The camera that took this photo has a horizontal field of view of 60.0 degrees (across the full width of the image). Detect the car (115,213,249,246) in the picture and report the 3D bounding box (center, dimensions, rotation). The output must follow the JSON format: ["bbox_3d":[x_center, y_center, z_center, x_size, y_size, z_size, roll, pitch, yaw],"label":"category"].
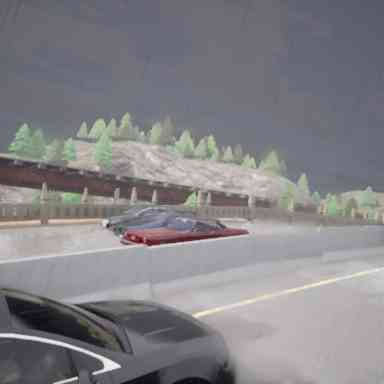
[{"bbox_3d":[-0.183,1.633,12.458,4.718,1.301,1.895,1,-1,-35],"label":"car"}]

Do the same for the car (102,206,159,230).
[{"bbox_3d":[-2.694,1.555,19.265,4.902,1.511,2.128,1,-1,-35],"label":"car"}]

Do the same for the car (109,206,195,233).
[{"bbox_3d":[-0.955,1.605,16.207,5.357,1.411,2.033,1,-1,-35],"label":"car"}]

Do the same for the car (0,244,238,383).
[{"bbox_3d":[-1.813,1.505,2.453,4.892,1.490,1.837,0,0,-35],"label":"car"}]
